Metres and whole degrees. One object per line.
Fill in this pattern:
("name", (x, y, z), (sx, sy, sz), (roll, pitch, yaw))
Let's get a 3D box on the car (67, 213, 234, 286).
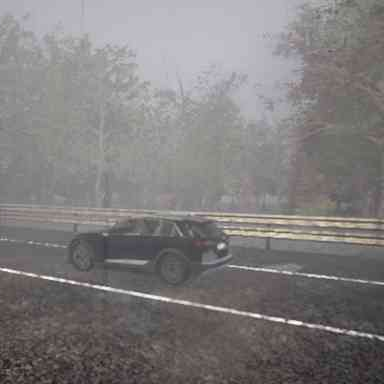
("car", (-1.267, 1.403, 9.287), (4.856, 1.649, 2.033), (0, 0, 27))
